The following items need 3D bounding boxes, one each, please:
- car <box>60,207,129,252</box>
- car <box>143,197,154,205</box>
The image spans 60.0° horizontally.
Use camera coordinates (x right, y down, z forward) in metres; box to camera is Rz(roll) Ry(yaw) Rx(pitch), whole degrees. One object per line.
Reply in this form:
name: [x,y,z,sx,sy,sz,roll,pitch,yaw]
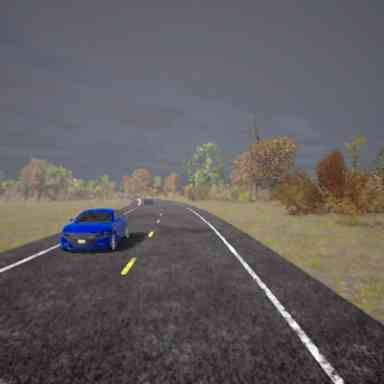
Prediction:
car: [-3.889,1.428,13.976,1.882,1.535,5.008,0,0,-2]
car: [-7.301,1.501,56.290,1.895,1.301,4.718,0,0,-7]
